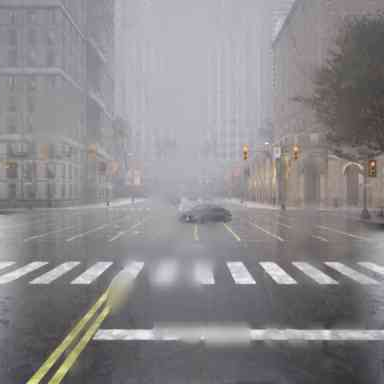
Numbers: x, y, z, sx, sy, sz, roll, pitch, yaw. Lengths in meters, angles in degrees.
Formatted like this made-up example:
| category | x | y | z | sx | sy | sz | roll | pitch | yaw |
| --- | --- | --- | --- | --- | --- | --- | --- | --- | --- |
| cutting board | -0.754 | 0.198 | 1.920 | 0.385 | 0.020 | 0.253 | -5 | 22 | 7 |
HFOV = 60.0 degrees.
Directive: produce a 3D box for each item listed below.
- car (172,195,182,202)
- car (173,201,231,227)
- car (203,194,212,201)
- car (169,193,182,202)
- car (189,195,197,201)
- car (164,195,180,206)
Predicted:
| category | x | y | z | sx | sy | sz | roll | pitch | yaw |
| --- | --- | --- | --- | --- | --- | --- | --- | --- | --- |
| car | -3.347 | 1.489 | 74.991 | 1.837 | 1.490 | 4.892 | 0 | 0 | 1 |
| car | 0.941 | 1.560 | 23.059 | 1.994 | 1.385 | 4.181 | 0 | 0 | 39 |
| car | 3.691 | 1.268 | 78.572 | 2.097 | 1.767 | 4.553 | 0 | 0 | 1 |
| car | -3.497 | 1.212 | 64.531 | 2.150 | 2.045 | 5.566 | 0 | 0 | 1 |
| car | 0.192 | 1.438 | 78.638 | 2.128 | 1.511 | 4.902 | 0 | 0 | 1 |
| car | -3.546 | 1.593 | 54.813 | 1.895 | 1.301 | 4.718 | 0 | 0 | 1 |
